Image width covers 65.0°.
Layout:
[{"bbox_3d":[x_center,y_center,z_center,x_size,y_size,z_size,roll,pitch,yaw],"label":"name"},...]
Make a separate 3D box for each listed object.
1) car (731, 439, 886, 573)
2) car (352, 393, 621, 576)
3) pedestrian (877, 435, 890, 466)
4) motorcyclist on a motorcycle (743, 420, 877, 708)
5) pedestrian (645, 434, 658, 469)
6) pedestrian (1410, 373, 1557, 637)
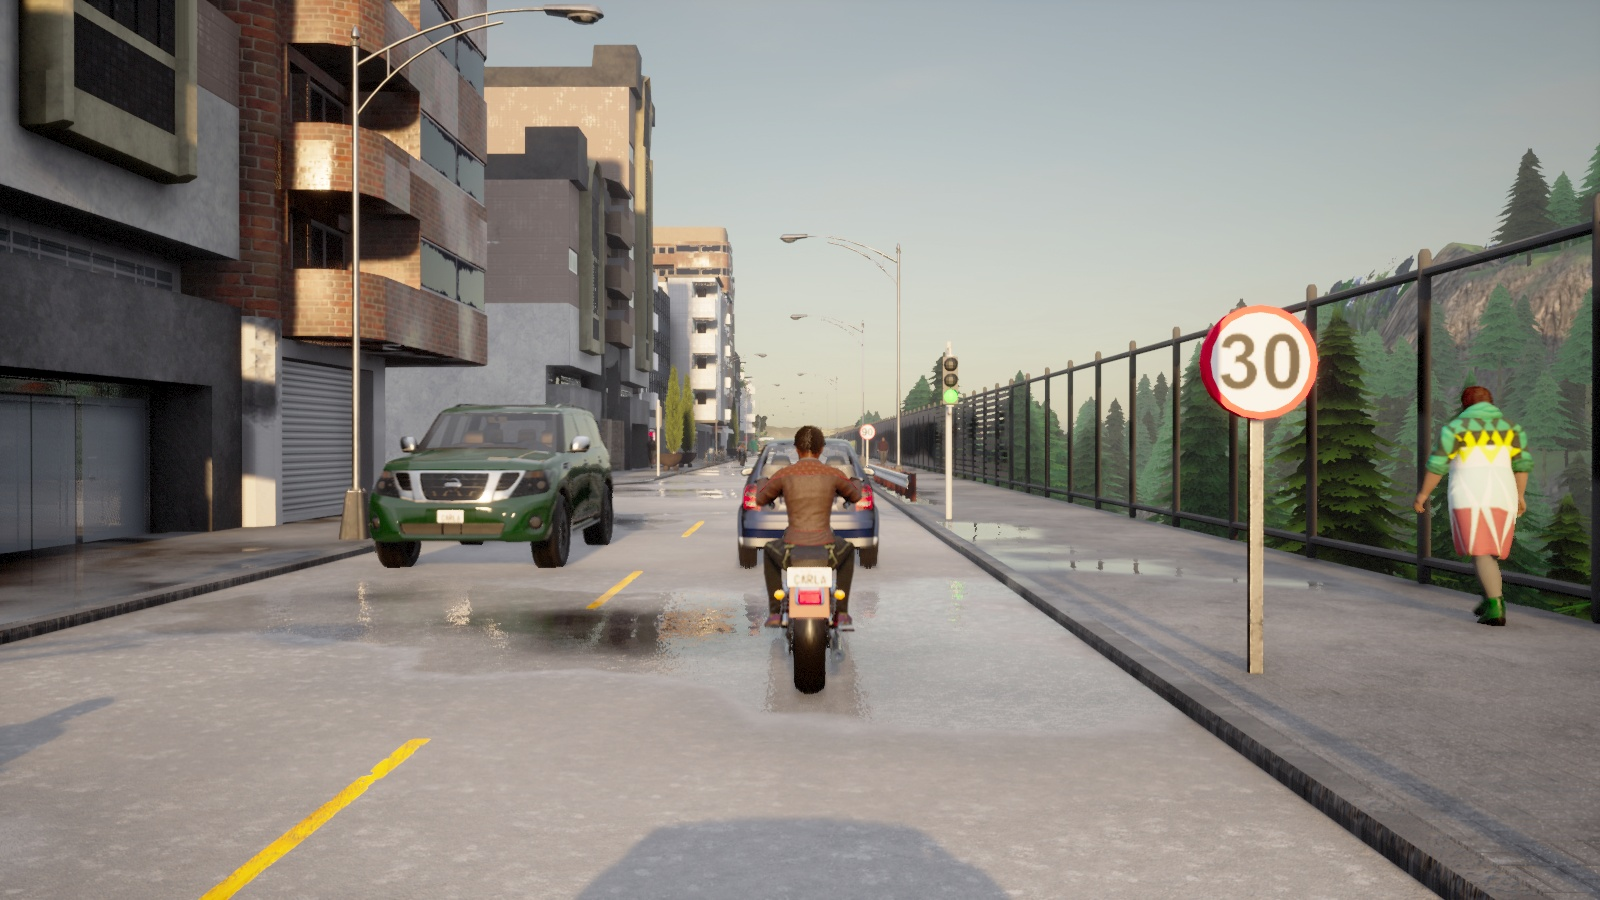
[{"bbox_3d":[0.103,0.634,16.340,1.789,1.549,3.705,0,0,0],"label":"car"},{"bbox_3d":[-3.884,0.368,16.762,2.150,2.045,5.566,0,0,1],"label":"car"},{"bbox_3d":[5.094,0.028,76.630,0.634,1.844,0.899,0,0,-4],"label":"pedestrian"},{"bbox_3d":[0.061,0.650,8.363,0.766,1.649,2.350,0,0,0],"label":"motorcyclist on a motorcycle"},{"bbox_3d":[-7.926,0.068,67.079,0.563,1.883,0.849,0,0,0],"label":"pedestrian"},{"bbox_3d":[5.277,0.406,9.746,0.659,1.952,0.873,0,0,0],"label":"pedestrian"}]
